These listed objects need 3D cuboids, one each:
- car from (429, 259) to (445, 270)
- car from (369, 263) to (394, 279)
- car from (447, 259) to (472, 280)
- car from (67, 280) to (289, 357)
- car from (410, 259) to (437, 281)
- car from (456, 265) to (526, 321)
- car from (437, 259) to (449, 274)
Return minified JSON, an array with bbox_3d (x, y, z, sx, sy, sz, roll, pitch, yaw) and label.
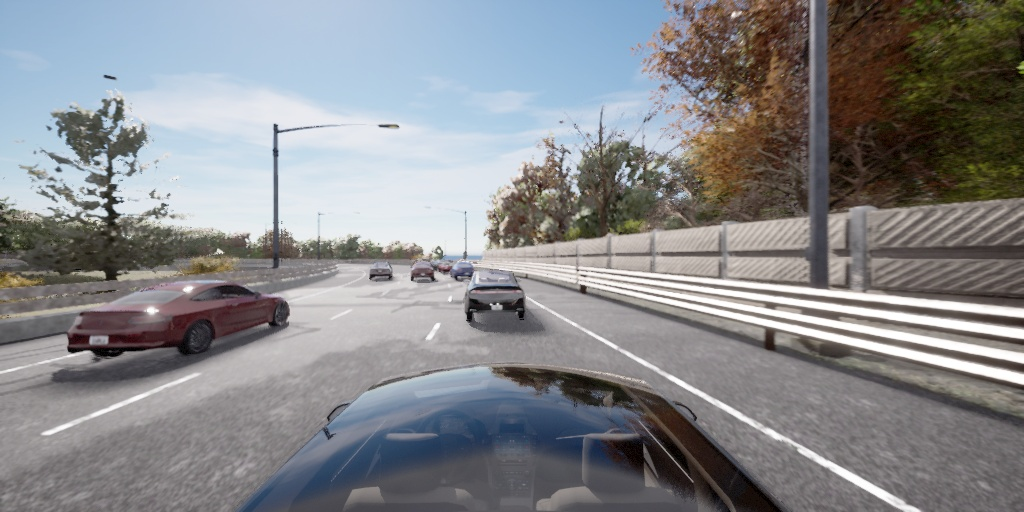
[{"bbox_3d":[-11.121,1.215,52.708,2.128,1.511,4.902,0,0,-14],"label":"car"},{"bbox_3d":[-11.720,1.299,32.248,2.033,1.411,5.357,0,0,-17],"label":"car"},{"bbox_3d":[-4.132,1.254,30.457,1.812,1.442,4.674,0,0,-15],"label":"car"},{"bbox_3d":[-7.315,1.293,8.519,1.812,1.442,4.674,0,0,-4],"label":"car"},{"bbox_3d":[-7.595,1.265,30.367,1.812,1.442,4.674,0,0,-15],"label":"car"},{"bbox_3d":[-0.665,1.230,12.463,2.128,1.511,4.902,0,0,-6],"label":"car"},{"bbox_3d":[-7.073,1.326,40.112,1.895,1.301,4.718,0,0,-18],"label":"car"}]
